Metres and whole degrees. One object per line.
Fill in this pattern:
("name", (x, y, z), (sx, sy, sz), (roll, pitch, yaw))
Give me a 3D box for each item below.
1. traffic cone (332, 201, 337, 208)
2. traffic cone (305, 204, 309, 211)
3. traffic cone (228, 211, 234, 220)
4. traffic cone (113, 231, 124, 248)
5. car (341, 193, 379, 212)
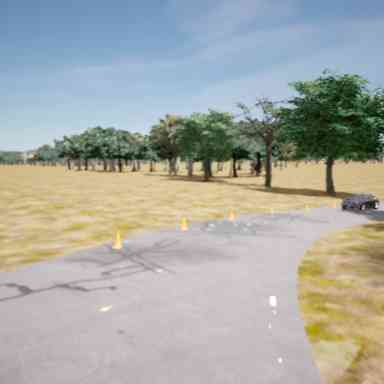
("traffic cone", (13.750, 1.213, 32.145), (0.340, 0.580, 0.340), (-2, 5, -41))
("traffic cone", (9.970, 1.313, 28.877), (0.340, 0.580, 0.340), (-1, 4, -41))
("traffic cone", (2.542, 1.498, 21.413), (0.340, 0.580, 0.340), (4, 3, 37))
("traffic cone", (-2.666, 1.697, 12.012), (0.340, 0.580, 0.340), (2, 2, 21))
("car", (15.582, 0.888, 30.724), (4.892, 1.490, 1.837), (-2, 4, -41))
